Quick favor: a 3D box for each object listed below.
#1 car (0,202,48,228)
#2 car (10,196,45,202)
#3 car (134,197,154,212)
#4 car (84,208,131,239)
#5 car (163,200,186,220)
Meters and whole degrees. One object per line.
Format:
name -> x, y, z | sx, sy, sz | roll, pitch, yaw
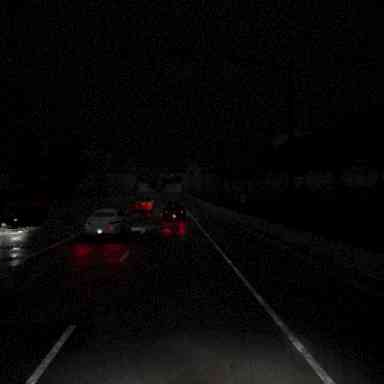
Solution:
car -> -11.947, 1.659, 23.502 | 2.033, 1.411, 5.357 | 0, 0, -3
car -> -15.951, 1.371, 32.088 | 2.150, 2.045, 5.566 | 0, 0, -3
car -> -5.745, 1.424, 40.399 | 2.097, 1.767, 4.553 | 0, 0, -3
car -> -4.380, 1.577, 17.545 | 1.812, 1.442, 4.674 | 0, 0, -3
car -> -1.535, 1.648, 28.668 | 1.895, 1.301, 4.718 | 0, 0, -3
